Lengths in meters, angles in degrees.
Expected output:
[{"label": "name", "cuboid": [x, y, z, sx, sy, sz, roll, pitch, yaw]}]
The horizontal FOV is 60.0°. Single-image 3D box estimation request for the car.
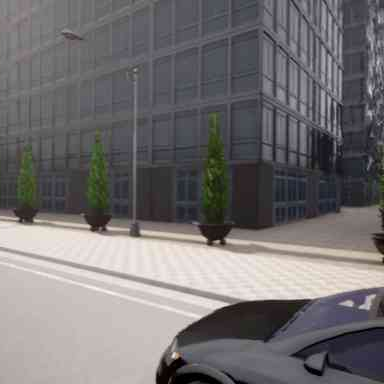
[{"label": "car", "cuboid": [1.697, 1.567, 2.783, 4.181, 1.385, 1.994, 0, 0, 36]}]
